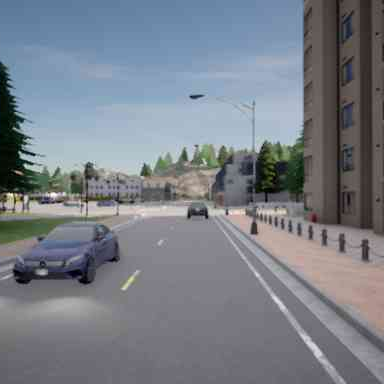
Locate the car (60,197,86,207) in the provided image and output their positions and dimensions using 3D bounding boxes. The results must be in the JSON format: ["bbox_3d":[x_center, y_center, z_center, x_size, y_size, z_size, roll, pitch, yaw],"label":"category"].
[{"bbox_3d":[-23.859,2.227,67.017,3.806,1.475,1.970,0,-1,1],"label":"car"}]

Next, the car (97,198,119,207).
[{"bbox_3d":[-16.482,2.182,63.931,3.633,1.501,1.845,0,-1,1],"label":"car"}]

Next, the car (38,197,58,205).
[{"bbox_3d":[-34.678,2.308,79.166,3.633,1.501,1.845,0,-1,1],"label":"car"}]

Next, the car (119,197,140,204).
[{"bbox_3d":[-16.078,2.139,82.513,4.605,1.855,1.932,0,-1,1],"label":"car"}]

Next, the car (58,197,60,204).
[{"bbox_3d":[-34.492,2.411,89.157,4.514,1.523,2.007,0,-1,1],"label":"car"}]

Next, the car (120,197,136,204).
[{"bbox_3d":[-16.449,2.154,85.424,3.866,1.878,1.905,0,-1,1],"label":"car"}]

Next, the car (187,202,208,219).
[{"bbox_3d":[0.576,1.782,34.119,2.097,1.767,4.553,0,-1,1],"label":"car"}]

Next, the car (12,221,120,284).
[{"bbox_3d":[-3.463,1.651,10.089,1.812,1.442,4.674,0,-1,1],"label":"car"}]
